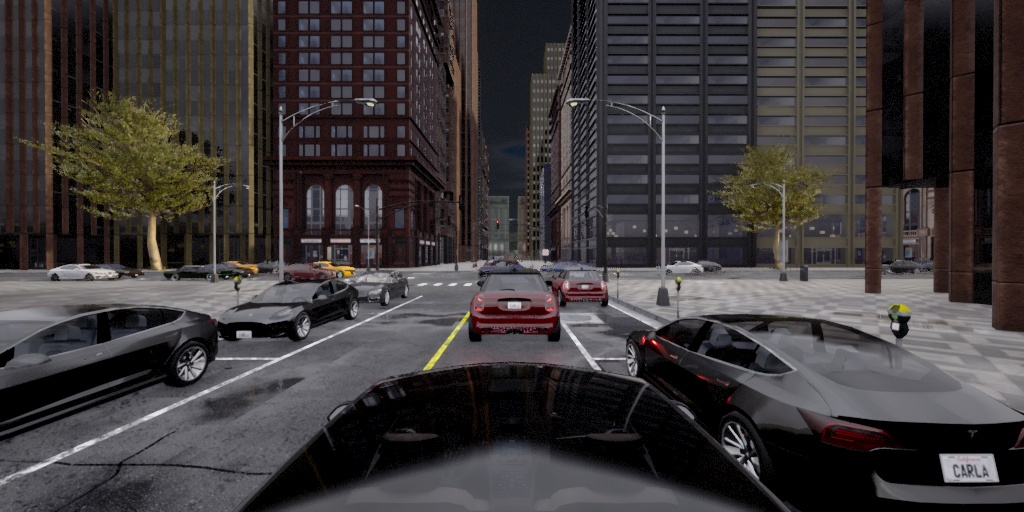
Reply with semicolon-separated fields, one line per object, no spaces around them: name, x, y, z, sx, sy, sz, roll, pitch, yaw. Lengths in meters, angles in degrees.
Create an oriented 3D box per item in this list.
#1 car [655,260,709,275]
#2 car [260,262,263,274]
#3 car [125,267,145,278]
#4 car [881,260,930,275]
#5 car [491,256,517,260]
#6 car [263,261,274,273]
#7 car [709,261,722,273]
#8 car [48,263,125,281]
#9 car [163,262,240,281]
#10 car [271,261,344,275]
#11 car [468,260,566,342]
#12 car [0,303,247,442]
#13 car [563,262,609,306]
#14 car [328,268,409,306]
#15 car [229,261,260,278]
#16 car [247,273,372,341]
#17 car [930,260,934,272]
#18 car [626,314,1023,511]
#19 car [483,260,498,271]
car;17.274;1.228;37.114;4.674;1.442;1.812;0;0;0
car;-29.173;1.297;37.055;5.008;1.535;1.882;0;0;0
car;-37.890;1.409;33.597;5.357;1.411;2.033;0;0;-1
car;39.508;1.161;37.118;4.892;1.490;1.837;0;0;0
car;-0.935;1.126;30.875;2.097;1.767;4.553;0;0;36
car;-27.258;1.305;40.309;4.892;1.490;1.837;0;0;0
car;21.059;1.204;40.370;4.674;1.442;1.812;0;0;0
car;-36.309;1.398;30.354;4.674;1.442;1.812;0;0;0
car;-26.340;1.445;30.361;4.718;1.301;1.895;0;0;0
car;-17.240;1.345;30.371;4.674;1.442;1.812;0;0;-2
car;0.075;1.102;9.977;2.097;1.767;4.553;0;0;1
car;-5.761;1.316;4.248;1.948;1.339;4.313;0;0;0
car;2.775;1.191;15.514;1.967;1.591;4.097;0;0;0
car;-5.750;1.301;15.521;2.007;1.370;4.403;0;0;0
car;-27.256;1.379;33.611;5.357;1.411;2.033;0;0;0
car;-5.756;1.316;9.884;1.948;1.339;4.313;0;0;0
car;46.946;1.176;40.324;5.357;1.411;2.033;0;0;0
car;2.764;1.316;4.242;1.948;1.339;4.313;0;0;0
car;-3.022;1.295;51.981;1.812;1.442;4.674;0;0;1
